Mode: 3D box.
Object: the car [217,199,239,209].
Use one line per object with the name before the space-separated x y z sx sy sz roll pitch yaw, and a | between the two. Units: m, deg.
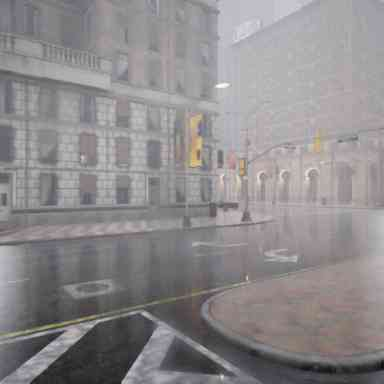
car | 4.027 1.594 43.907 1.895 1.301 4.718 0 0 -36
